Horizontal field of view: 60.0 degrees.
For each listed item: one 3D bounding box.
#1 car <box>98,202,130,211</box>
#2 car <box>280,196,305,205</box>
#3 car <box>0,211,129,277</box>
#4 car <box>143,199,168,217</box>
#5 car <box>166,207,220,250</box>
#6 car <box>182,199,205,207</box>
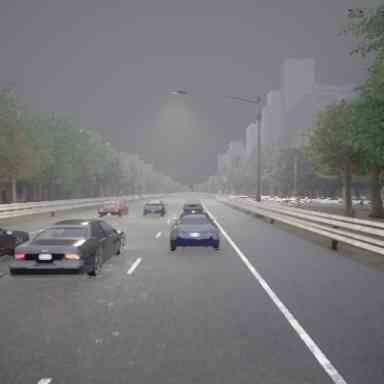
[{"bbox_3d":[-6.886,1.556,29.850,1.895,1.301,4.718,0,0,0],"label":"car"},{"bbox_3d":[19.064,1.553,63.245,2.128,1.511,4.902,0,1,-36],"label":"car"},{"bbox_3d":[-3.396,1.545,10.187,2.033,1.411,5.357,0,0,0],"label":"car"},{"bbox_3d":[-3.387,1.442,31.246,2.128,1.511,4.902,0,0,0],"label":"car"},{"bbox_3d":[0.107,1.557,14.400,1.994,1.385,4.181,0,0,0],"label":"car"},{"bbox_3d":[0.116,1.455,31.340,1.837,1.490,4.892,0,0,0],"label":"car"}]
